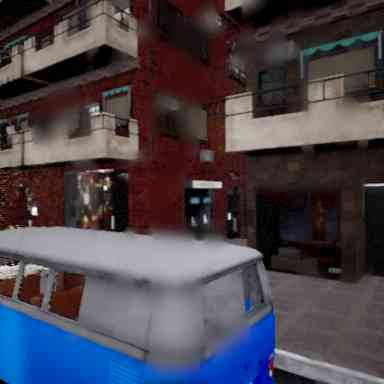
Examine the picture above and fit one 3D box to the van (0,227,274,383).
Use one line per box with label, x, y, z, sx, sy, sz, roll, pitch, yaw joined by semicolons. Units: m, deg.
van;-1.109;1.355;3.669;3.998;1.788;1.690;0;0;36
